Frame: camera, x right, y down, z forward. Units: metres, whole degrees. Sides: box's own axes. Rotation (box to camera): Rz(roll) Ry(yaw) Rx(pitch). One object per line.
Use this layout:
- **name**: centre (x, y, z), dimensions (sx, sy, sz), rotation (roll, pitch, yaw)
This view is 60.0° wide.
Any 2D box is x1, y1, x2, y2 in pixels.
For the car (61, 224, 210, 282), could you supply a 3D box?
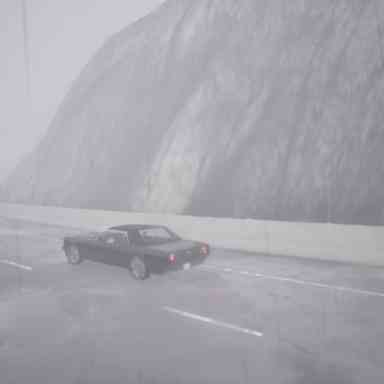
- **car**: centre (-1.874, 1.619, 9.928), dimensions (4.718, 1.301, 1.895), rotation (0, 0, 38)
